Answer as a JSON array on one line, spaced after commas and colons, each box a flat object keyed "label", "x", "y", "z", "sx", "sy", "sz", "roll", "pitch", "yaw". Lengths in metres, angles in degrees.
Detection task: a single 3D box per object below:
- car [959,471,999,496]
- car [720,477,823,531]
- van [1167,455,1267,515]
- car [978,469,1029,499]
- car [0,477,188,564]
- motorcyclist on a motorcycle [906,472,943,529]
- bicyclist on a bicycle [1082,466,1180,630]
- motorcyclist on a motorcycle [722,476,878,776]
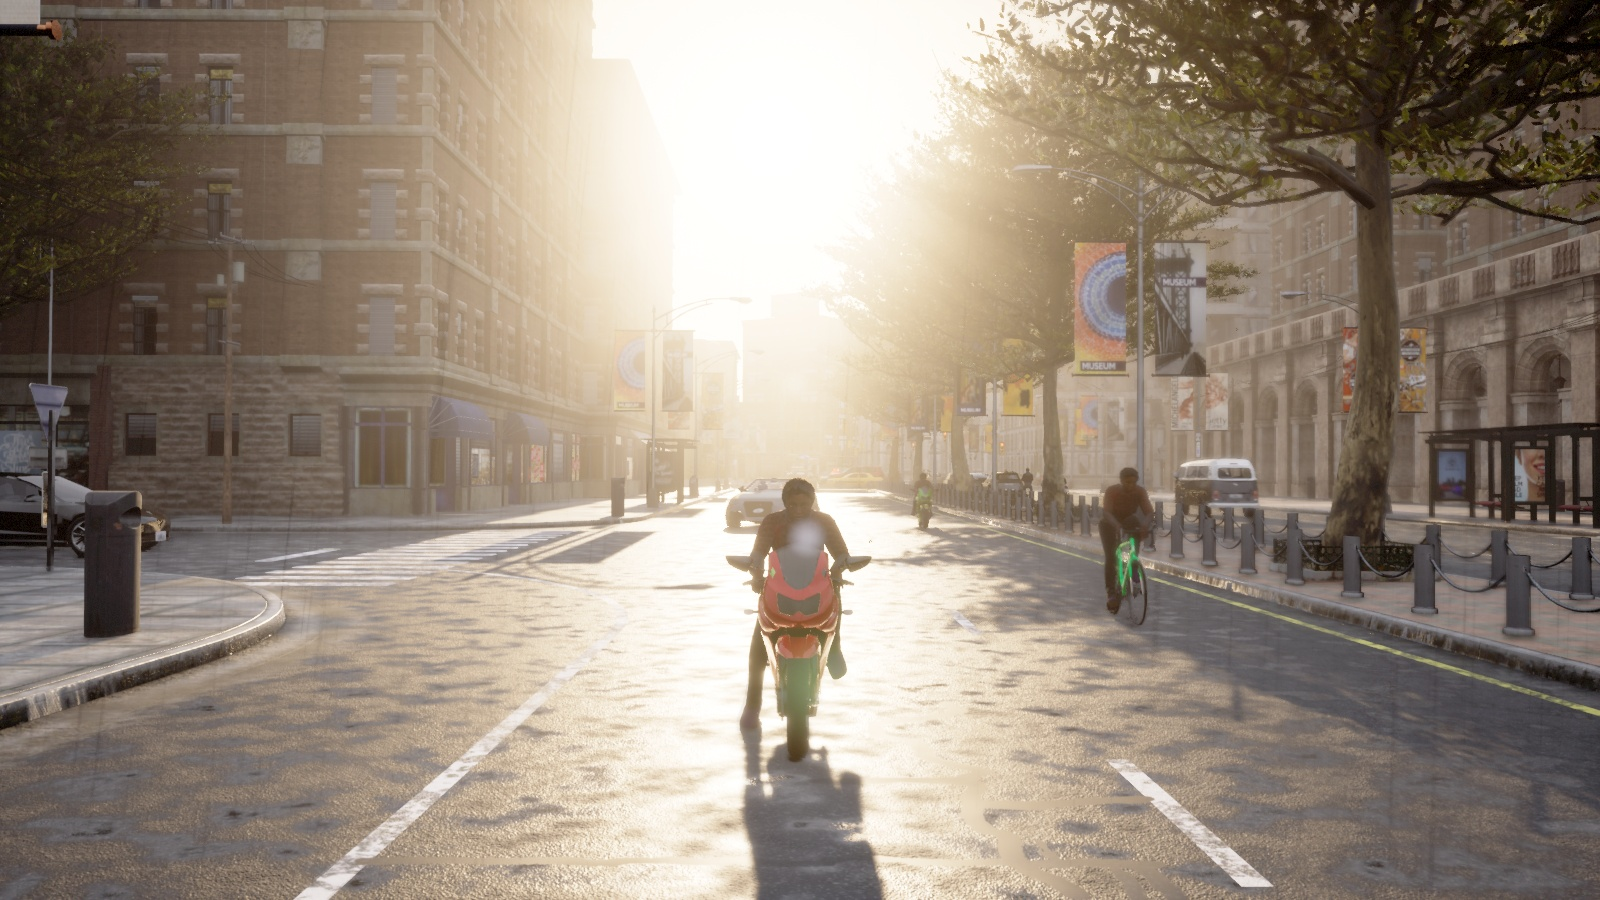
[{"label": "car", "x": 11.291, "y": 2.105, "z": 79.474, "sx": 1.837, "sy": 1.490, "sz": 4.892, "roll": 0, "pitch": -1, "yaw": 0}, {"label": "car", "x": -0.725, "y": 1.471, "z": 35.211, "sx": 1.994, "sy": 1.385, "sz": 4.181, "roll": 0, "pitch": -1, "yaw": 12}, {"label": "van", "x": 14.881, "y": 1.234, "z": 45.087, "sx": 2.069, "sy": 2.038, "sz": 4.480, "roll": 0, "pitch": -1, "yaw": 0}, {"label": "car", "x": 11.311, "y": 1.873, "z": 70.087, "sx": 2.033, "sy": 1.649, "sz": 4.856, "roll": 0, "pitch": -1, "yaw": 0}, {"label": "car", "x": -14.050, "y": 1.253, "z": 22.836, "sx": 4.792, "sy": 1.488, "sz": 2.163, "roll": 0, "pitch": -1, "yaw": -1}, {"label": "motorcyclist on a motorcycle", "x": 3.409, "y": 1.363, "z": 34.605, "sx": 0.797, "sy": 1.523, "sz": 2.044, "roll": 0, "pitch": -1, "yaw": 0}, {"label": "bicyclist on a bicycle", "x": 3.465, "y": 0.976, "z": 13.270, "sx": 0.582, "sy": 1.620, "sz": 1.656, "roll": 0, "pitch": -1, "yaw": 0}, {"label": "motorcyclist on a motorcycle", "x": -0.005, "y": 0.922, "z": 7.471, "sx": 0.797, "sy": 1.523, "sz": 2.044, "roll": 0, "pitch": -1, "yaw": 0}]
